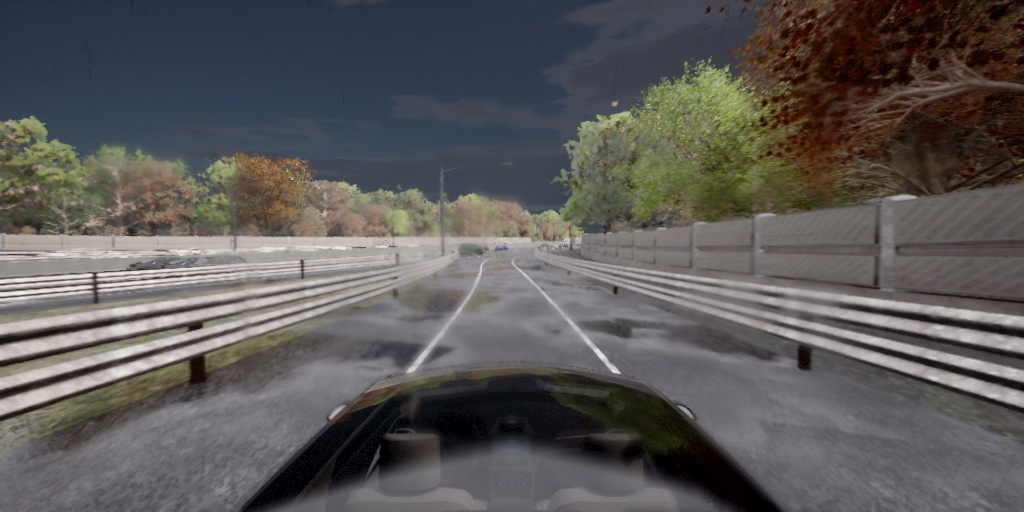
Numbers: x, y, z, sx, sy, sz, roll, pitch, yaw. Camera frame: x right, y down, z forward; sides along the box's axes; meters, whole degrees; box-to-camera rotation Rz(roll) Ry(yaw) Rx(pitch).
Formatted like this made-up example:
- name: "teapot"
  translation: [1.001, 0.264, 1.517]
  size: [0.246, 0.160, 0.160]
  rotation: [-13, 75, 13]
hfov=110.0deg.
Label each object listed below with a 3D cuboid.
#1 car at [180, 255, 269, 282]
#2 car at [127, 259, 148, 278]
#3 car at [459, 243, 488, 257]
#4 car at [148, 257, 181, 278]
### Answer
- name: "car"
  translation: [-19.924, 0.763, 25.454]
  size: [2.097, 1.767, 4.553]
  rotation: [1, 3, 22]
- name: "car"
  translation: [-26.472, 0.842, 27.935]
  size: [1.837, 1.490, 4.892]
  rotation: [1, 3, 22]
- name: "car"
  translation: [-6.543, -0.995, 58.346]
  size: [2.150, 2.045, 5.566]
  rotation: [2, 3, 22]
- name: "car"
  translation: [-23.195, 0.880, 26.703]
  size: [1.837, 1.490, 4.892]
  rotation: [1, 3, 22]
